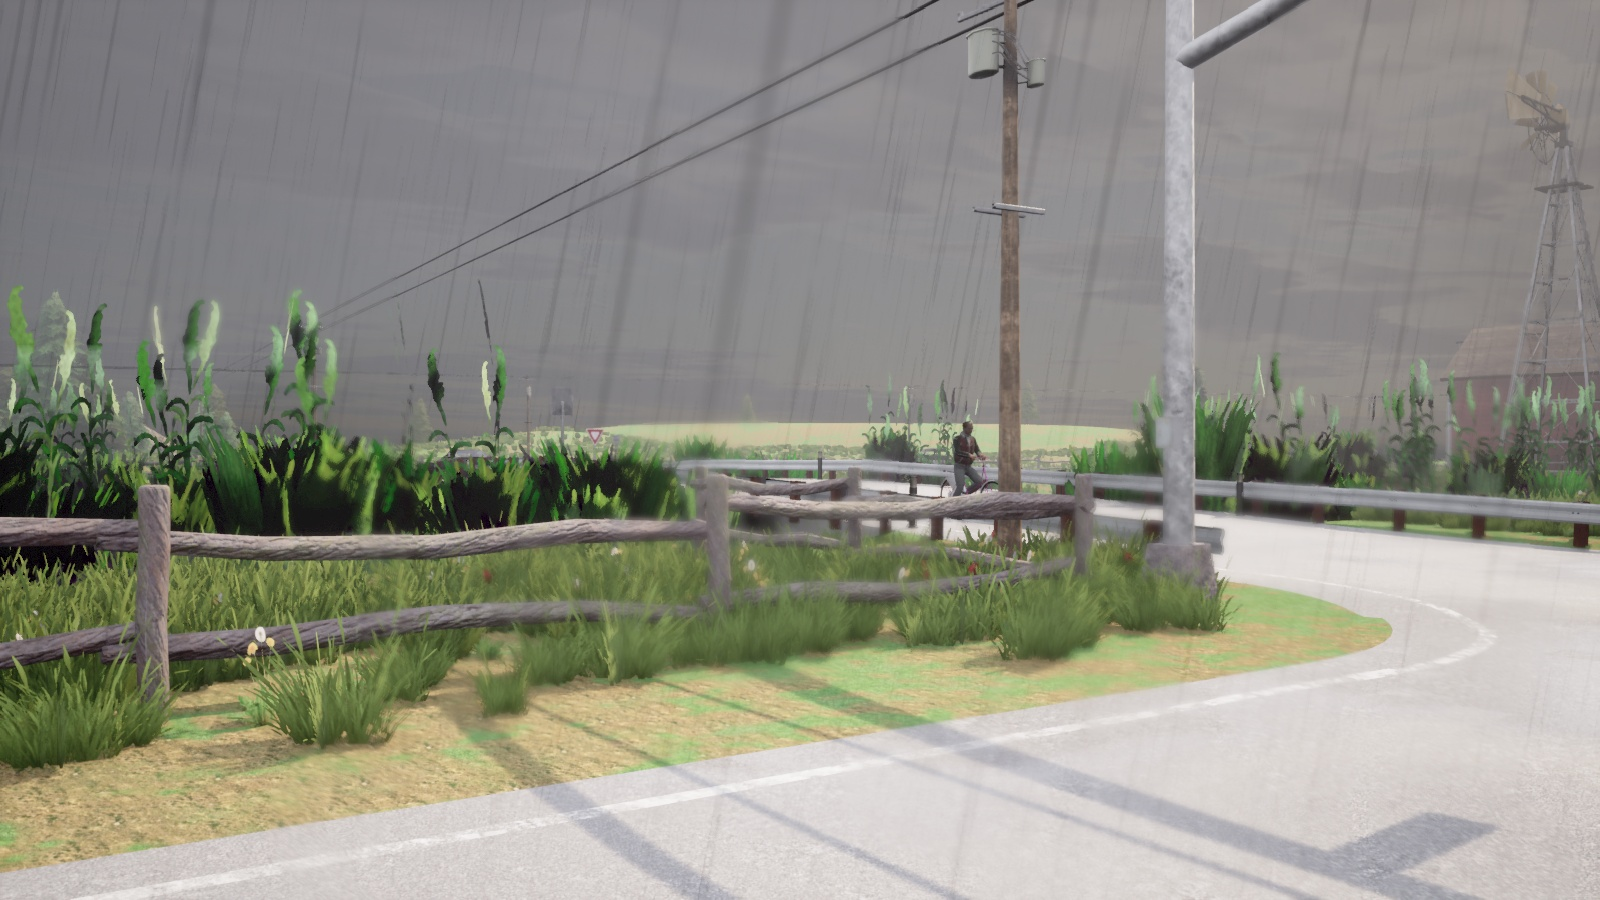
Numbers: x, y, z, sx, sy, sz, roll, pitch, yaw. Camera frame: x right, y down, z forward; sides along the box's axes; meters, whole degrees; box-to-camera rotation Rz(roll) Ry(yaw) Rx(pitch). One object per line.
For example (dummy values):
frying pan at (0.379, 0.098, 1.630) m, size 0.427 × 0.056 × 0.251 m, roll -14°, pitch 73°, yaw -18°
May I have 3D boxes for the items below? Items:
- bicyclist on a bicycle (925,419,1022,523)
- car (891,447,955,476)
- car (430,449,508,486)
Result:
bicyclist on a bicycle at (3.128, 0.348, 22.816) m, size 0.659 × 1.776 × 1.843 m, roll 0°, pitch 2°, yaw -32°
car at (8.155, 0.762, 83.455) m, size 3.866 × 1.878 × 1.905 m, roll 0°, pitch 0°, yaw -32°
car at (-13.504, 0.718, 51.079) m, size 1.994 × 1.385 × 4.181 m, roll 0°, pitch -2°, yaw -30°
